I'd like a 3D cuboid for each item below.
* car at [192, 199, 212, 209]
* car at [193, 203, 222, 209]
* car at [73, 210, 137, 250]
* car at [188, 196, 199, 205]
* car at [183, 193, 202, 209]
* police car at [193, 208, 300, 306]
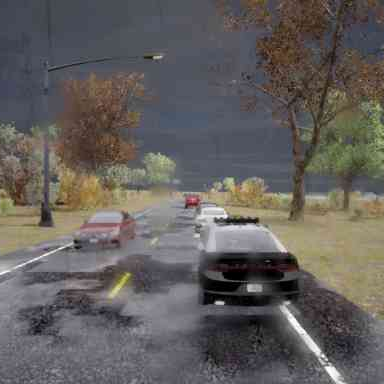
[{"bbox_3d":[1.123,1.504,24.110,1.837,1.490,4.892,0,0,0],"label":"car"},{"bbox_3d":[1.097,1.525,18.111,1.812,1.442,4.674,0,0,0],"label":"car"},{"bbox_3d":[-3.564,1.525,14.409,1.812,1.442,4.674,0,0,0],"label":"car"},{"bbox_3d":[0.230,1.511,59.527,1.812,1.442,4.674,0,0,0],"label":"car"},{"bbox_3d":[0.205,1.214,45.325,2.150,2.045,5.566,0,0,1],"label":"car"},{"bbox_3d":[1.066,1.425,8.227,1.930,1.638,5.238,0,0,0],"label":"police car"}]
